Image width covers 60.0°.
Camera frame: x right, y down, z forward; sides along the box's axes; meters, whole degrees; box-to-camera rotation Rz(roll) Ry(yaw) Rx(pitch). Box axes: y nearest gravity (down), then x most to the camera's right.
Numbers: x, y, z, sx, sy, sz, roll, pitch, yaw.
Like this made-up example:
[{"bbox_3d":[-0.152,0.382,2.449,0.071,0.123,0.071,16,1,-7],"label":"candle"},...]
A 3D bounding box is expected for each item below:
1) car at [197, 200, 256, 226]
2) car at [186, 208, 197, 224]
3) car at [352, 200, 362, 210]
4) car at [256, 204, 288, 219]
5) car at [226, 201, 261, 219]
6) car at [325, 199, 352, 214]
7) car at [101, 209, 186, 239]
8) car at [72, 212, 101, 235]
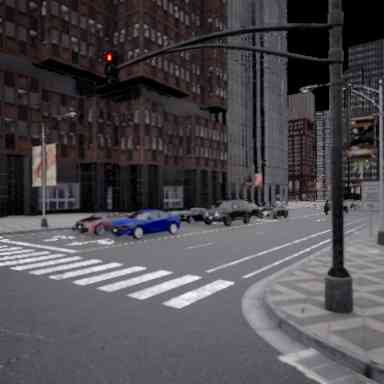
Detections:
[{"bbox_3d":[3.061,1.709,28.167,2.150,2.045,5.566,-1,-1,35],"label":"car"},{"bbox_3d":[0.098,2.110,29.601,1.895,1.301,4.718,-1,-1,35],"label":"car"},{"bbox_3d":[29.780,2.515,59.987,1.837,1.490,4.892,-1,-1,35],"label":"car"},{"bbox_3d":[9.003,2.113,36.547,2.128,1.511,4.902,-1,-1,36],"label":"car"},{"bbox_3d":[5.934,1.993,37.843,2.097,1.767,4.553,-1,-1,35],"label":"car"},{"bbox_3d":[20.211,2.006,46.457,2.150,2.045,5.566,-1,-1,35],"label":"car"},{"bbox_3d":[-2.725,1.835,19.982,1.882,1.535,5.008,-1,-1,35],"label":"car"},{"bbox_3d":[-5.586,1.946,21.558,1.994,1.385,4.181,-1,-1,36],"label":"car"}]
